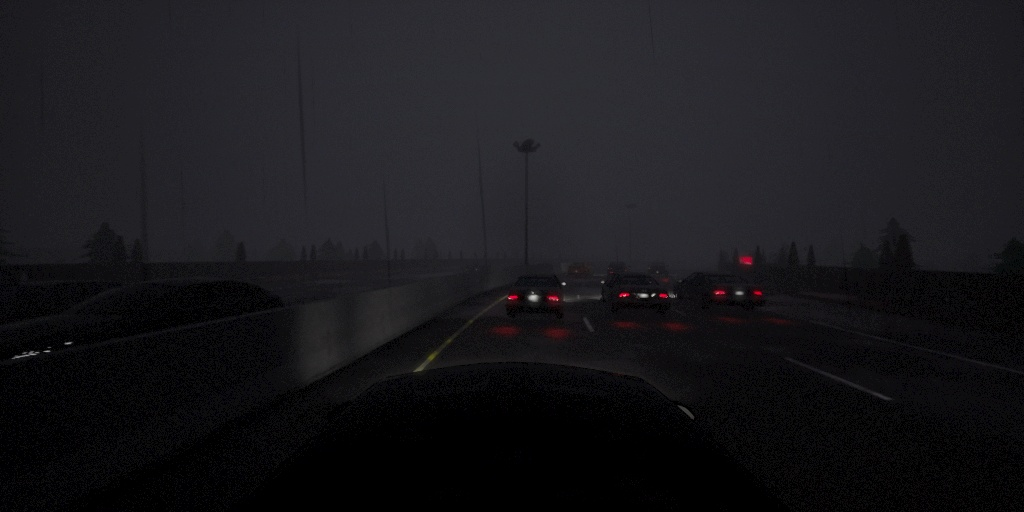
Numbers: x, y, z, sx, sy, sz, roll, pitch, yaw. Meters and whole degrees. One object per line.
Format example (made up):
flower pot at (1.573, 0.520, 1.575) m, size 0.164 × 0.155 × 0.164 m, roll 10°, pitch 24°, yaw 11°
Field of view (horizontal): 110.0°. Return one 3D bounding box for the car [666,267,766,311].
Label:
car at (8.272, 1.337, 14.861) m, size 2.033 × 1.411 × 5.357 m, roll 0°, pitch 0°, yaw 9°

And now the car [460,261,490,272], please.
car at (-4.576, 1.334, 44.827) m, size 1.895 × 1.301 × 4.718 m, roll 0°, pitch 0°, yaw 24°

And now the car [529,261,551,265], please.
car at (4.364, 1.338, 47.198) m, size 1.994 × 1.385 × 4.181 m, roll 0°, pitch 0°, yaw 28°

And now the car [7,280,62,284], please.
car at (-10.270, 1.251, 7.934) m, size 2.033 × 1.411 × 5.357 m, roll 0°, pitch 0°, yaw 4°

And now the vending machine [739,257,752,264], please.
vending machine at (22.168, 1.049, 34.026) m, size 1.100 × 2.100 × 0.880 m, roll 0°, pitch 0°, yaw 25°

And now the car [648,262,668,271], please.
car at (14.936, 1.347, 36.647) m, size 1.812 × 1.442 × 4.674 m, roll 0°, pitch 0°, yaw 24°

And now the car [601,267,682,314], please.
car at (4.605, 1.320, 13.978) m, size 2.033 × 1.411 × 5.357 m, roll 0°, pitch 0°, yaw 9°

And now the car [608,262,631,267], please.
car at (10.304, 1.305, 34.666) m, size 1.837 × 1.490 × 4.892 m, roll 0°, pitch 0°, yaw 22°

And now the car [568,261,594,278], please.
car at (6.845, 1.262, 35.440) m, size 1.882 × 1.535 × 5.008 m, roll 0°, pitch 0°, yaw 21°

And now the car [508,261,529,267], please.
car at (1.166, 1.361, 48.738) m, size 1.895 × 1.301 × 4.718 m, roll 0°, pitch 0°, yaw 27°

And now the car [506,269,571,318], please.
car at (0.961, 1.303, 13.107) m, size 2.033 × 1.411 × 5.357 m, roll 0°, pitch 0°, yaw 8°

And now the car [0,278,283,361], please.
car at (-6.783, 1.224, 7.025) m, size 1.837 × 1.490 × 4.892 m, roll 0°, pitch 0°, yaw 4°
